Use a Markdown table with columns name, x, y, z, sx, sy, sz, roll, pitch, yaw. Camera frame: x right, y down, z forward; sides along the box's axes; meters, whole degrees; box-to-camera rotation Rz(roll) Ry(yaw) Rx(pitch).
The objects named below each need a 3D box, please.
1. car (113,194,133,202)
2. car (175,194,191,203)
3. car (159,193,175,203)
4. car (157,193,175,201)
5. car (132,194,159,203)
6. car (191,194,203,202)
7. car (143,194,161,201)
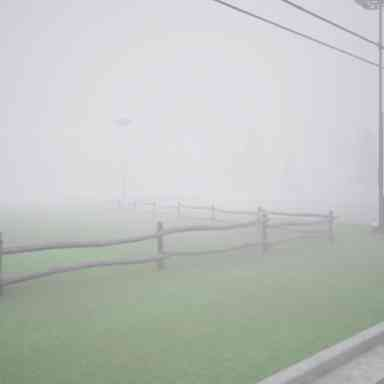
| name | x | y | z | sx | sy | sz | roll | pitch | yaw |
| --- | --- | --- | --- | --- | --- | --- | --- | --- | --- |
| car | -14.346 | 1.138 | 67.394 | 2.097 | 1.767 | 4.553 | -1 | 0 | -35 |
| car | -2.773 | 1.224 | 63.119 | 1.882 | 1.535 | 5.008 | -1 | 0 | -35 |
| car | -5.633 | 1.250 | 61.101 | 1.882 | 1.535 | 5.008 | -1 | 0 | -35 |
| car | -5.761 | 1.018 | 73.438 | 2.097 | 1.767 | 4.553 | -1 | 0 | -35 |
| car | -8.253 | 1.399 | 58.824 | 1.895 | 1.301 | 4.718 | -1 | 0 | -35 |
| car | 0.136 | 1.212 | 65.066 | 2.128 | 1.511 | 4.902 | -1 | 0 | -35 |
| car | -8.639 | 1.189 | 71.448 | 1.837 | 1.490 | 4.892 | -1 | 0 | -35 |
